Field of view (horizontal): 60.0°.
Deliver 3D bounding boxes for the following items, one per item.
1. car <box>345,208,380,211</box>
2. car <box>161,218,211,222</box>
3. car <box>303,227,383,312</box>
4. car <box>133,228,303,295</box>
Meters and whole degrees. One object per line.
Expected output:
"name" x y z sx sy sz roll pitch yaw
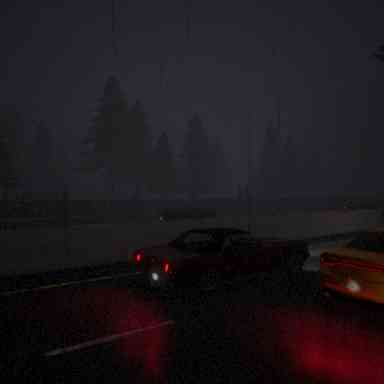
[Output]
"car" 17.108 1.542 33.390 4.674 1.442 1.812 0 0 -35
"car" -0.415 1.608 25.195 4.718 1.301 1.895 0 0 -36
"car" 4.803 1.481 7.176 5.008 1.535 1.882 0 0 -36
"car" 0.975 1.604 8.743 4.718 1.301 1.895 0 0 -36
